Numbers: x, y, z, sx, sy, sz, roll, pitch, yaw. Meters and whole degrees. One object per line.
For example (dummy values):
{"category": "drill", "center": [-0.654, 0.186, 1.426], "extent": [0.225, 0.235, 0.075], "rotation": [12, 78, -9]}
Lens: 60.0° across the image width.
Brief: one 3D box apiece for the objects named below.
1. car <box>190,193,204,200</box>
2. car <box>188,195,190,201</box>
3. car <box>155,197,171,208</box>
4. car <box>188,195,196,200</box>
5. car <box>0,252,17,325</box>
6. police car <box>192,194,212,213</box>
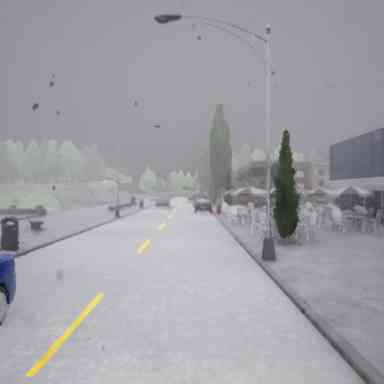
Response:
{"category": "car", "center": [1.149, 1.145, 52.689], "extent": [2.150, 2.045, 5.566], "rotation": [-3, 0, 0]}
{"category": "car", "center": [0.015, 1.371, 72.317], "extent": [1.895, 1.301, 4.718], "rotation": [0, 0, 0]}
{"category": "car", "center": [-4.070, 1.481, 46.946], "extent": [1.837, 1.490, 4.892], "rotation": [0, 0, 0]}
{"category": "car", "center": [0.016, 1.426, 86.964], "extent": [1.994, 1.385, 4.181], "rotation": [0, 0, 0]}
{"category": "car", "center": [-4.099, 1.475, 3.966], "extent": [1.882, 1.535, 5.008], "rotation": [0, 0, 0]}
{"category": "police car", "center": [1.207, 1.405, 36.770], "extent": [1.930, 1.638, 5.238], "rotation": [0, 0, 0]}
